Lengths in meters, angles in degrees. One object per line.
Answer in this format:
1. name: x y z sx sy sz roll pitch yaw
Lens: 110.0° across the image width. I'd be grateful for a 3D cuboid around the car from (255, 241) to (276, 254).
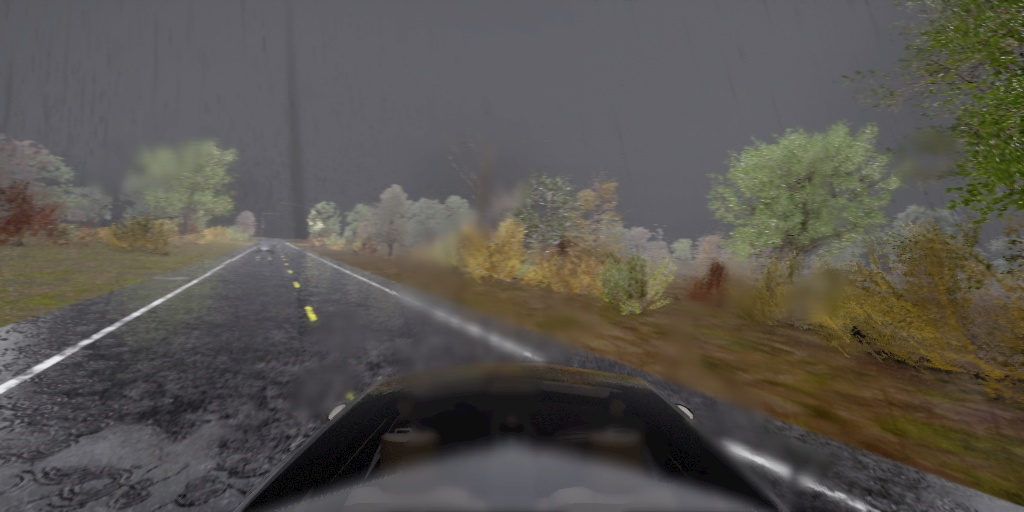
1. car: -29.992 -1.053 43.624 2.128 1.511 4.902 4 0 -34
